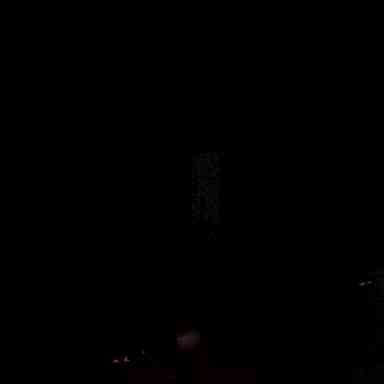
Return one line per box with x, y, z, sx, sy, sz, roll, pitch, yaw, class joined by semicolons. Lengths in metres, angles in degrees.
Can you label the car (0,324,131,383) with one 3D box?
-2.599;1.602;1.523;4.718;1.301;1.895;0;0;-36;car
